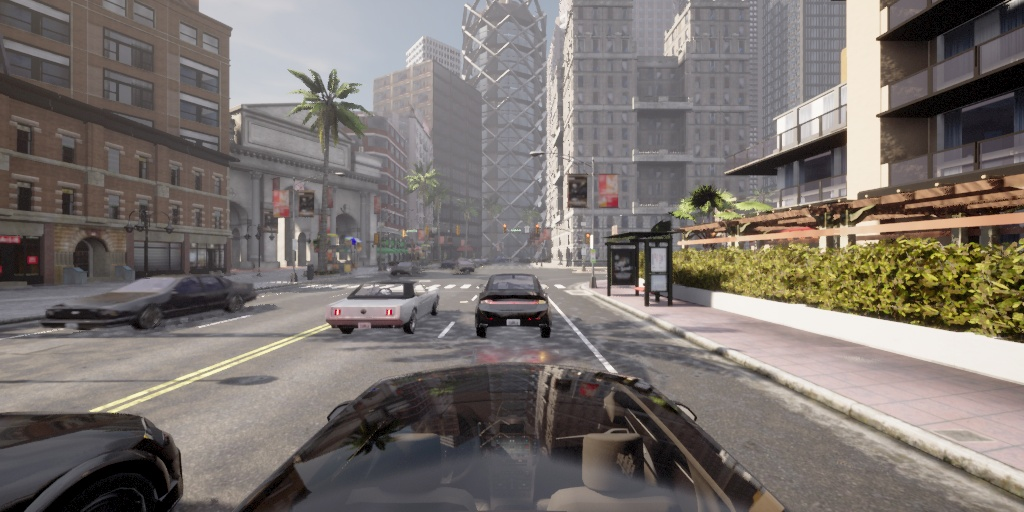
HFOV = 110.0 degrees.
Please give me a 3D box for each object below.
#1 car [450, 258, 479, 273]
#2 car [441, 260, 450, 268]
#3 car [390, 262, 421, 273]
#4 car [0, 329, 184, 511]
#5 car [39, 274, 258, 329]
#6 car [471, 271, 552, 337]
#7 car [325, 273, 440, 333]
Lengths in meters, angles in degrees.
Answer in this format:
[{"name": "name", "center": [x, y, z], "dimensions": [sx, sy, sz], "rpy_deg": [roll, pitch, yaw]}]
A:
[{"name": "car", "center": [-5.886, 1.297, 43.647], "dimensions": [2.033, 1.411, 5.357], "rpy_deg": [0, 0, -17]}, {"name": "car", "center": [-10.700, 1.350, 60.358], "dimensions": [1.895, 1.301, 4.718], "rpy_deg": [0, 0, 0]}, {"name": "car", "center": [-10.676, 1.297, 36.400], "dimensions": [2.033, 1.411, 5.357], "rpy_deg": [0, 0, 0]}, {"name": "car", "center": [-3.392, 1.314, 0.849], "dimensions": [1.994, 1.385, 4.181], "rpy_deg": [0, 0, 0]}, {"name": "car", "center": [-10.621, 1.297, 11.303], "dimensions": [2.033, 1.411, 5.357], "rpy_deg": [0, 0, 0]}, {"name": "car", "center": [0.041, 1.242, 10.289], "dimensions": [2.128, 1.511, 4.902], "rpy_deg": [0, 0, 0]}, {"name": "car", "center": [-3.457, 1.351, 10.668], "dimensions": [1.895, 1.301, 4.718], "rpy_deg": [0, 0, 0]}]
